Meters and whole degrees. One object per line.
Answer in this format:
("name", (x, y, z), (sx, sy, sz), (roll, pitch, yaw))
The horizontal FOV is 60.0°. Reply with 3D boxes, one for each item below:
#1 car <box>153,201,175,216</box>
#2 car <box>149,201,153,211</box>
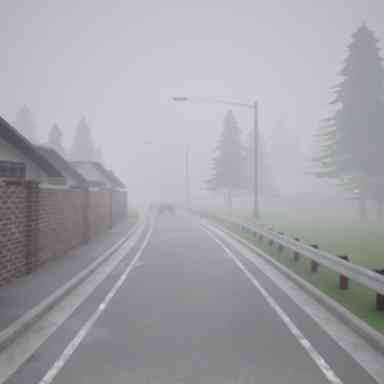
("car", (-3.069, 1.876, 38.036), (1.837, 1.490, 4.892), (0, -1, -11))
("car", (-5.187, 2.002, 48.870), (1.812, 1.442, 4.674), (0, 0, -13))
